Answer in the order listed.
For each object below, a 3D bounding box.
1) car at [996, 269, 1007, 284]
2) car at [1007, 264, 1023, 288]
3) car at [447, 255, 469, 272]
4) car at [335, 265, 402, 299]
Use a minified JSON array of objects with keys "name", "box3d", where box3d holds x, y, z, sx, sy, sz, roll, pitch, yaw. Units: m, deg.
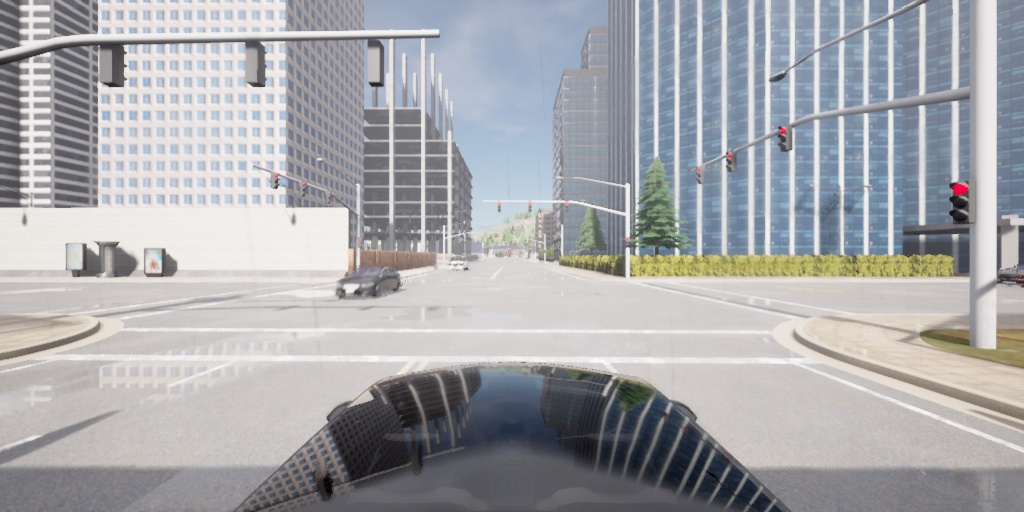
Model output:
[{"name":"car","box3d":[35.433,1.231,24.185,5.357,1.411,2.033,0,0,0]},{"name":"car","box3d":[32.373,1.286,20.694,4.718,1.301,1.895,0,0,0]},{"name":"car","box3d":[-6.990,0.980,47.027,2.150,2.045,5.566,0,2,0]},{"name":"car","box3d":[-6.999,1.245,17.967,2.128,1.511,4.902,0,0,0]}]
